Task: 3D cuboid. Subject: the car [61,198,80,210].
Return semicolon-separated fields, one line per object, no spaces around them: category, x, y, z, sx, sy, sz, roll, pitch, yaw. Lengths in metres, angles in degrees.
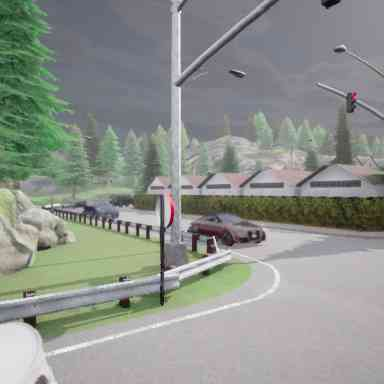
car;-16.733;1.671;47.217;2.128;1.511;4.902;0;0;6

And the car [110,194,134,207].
car;-10.955;1.398;53.198;2.150;2.045;5.566;0;0;33

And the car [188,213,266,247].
car;1.613;1.755;16.345;1.994;1.385;4.181;0;0;-35

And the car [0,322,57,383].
car;-3.124;1.525;1.558;4.674;1.442;1.812;0;0;-34

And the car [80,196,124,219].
car;-8.441;1.543;30.771;2.097;1.767;4.553;0;0;-34

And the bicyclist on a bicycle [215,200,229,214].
bicyclist on a bicycle;2.525;1.494;28.091;1.656;1.620;0.582;0;0;-35
